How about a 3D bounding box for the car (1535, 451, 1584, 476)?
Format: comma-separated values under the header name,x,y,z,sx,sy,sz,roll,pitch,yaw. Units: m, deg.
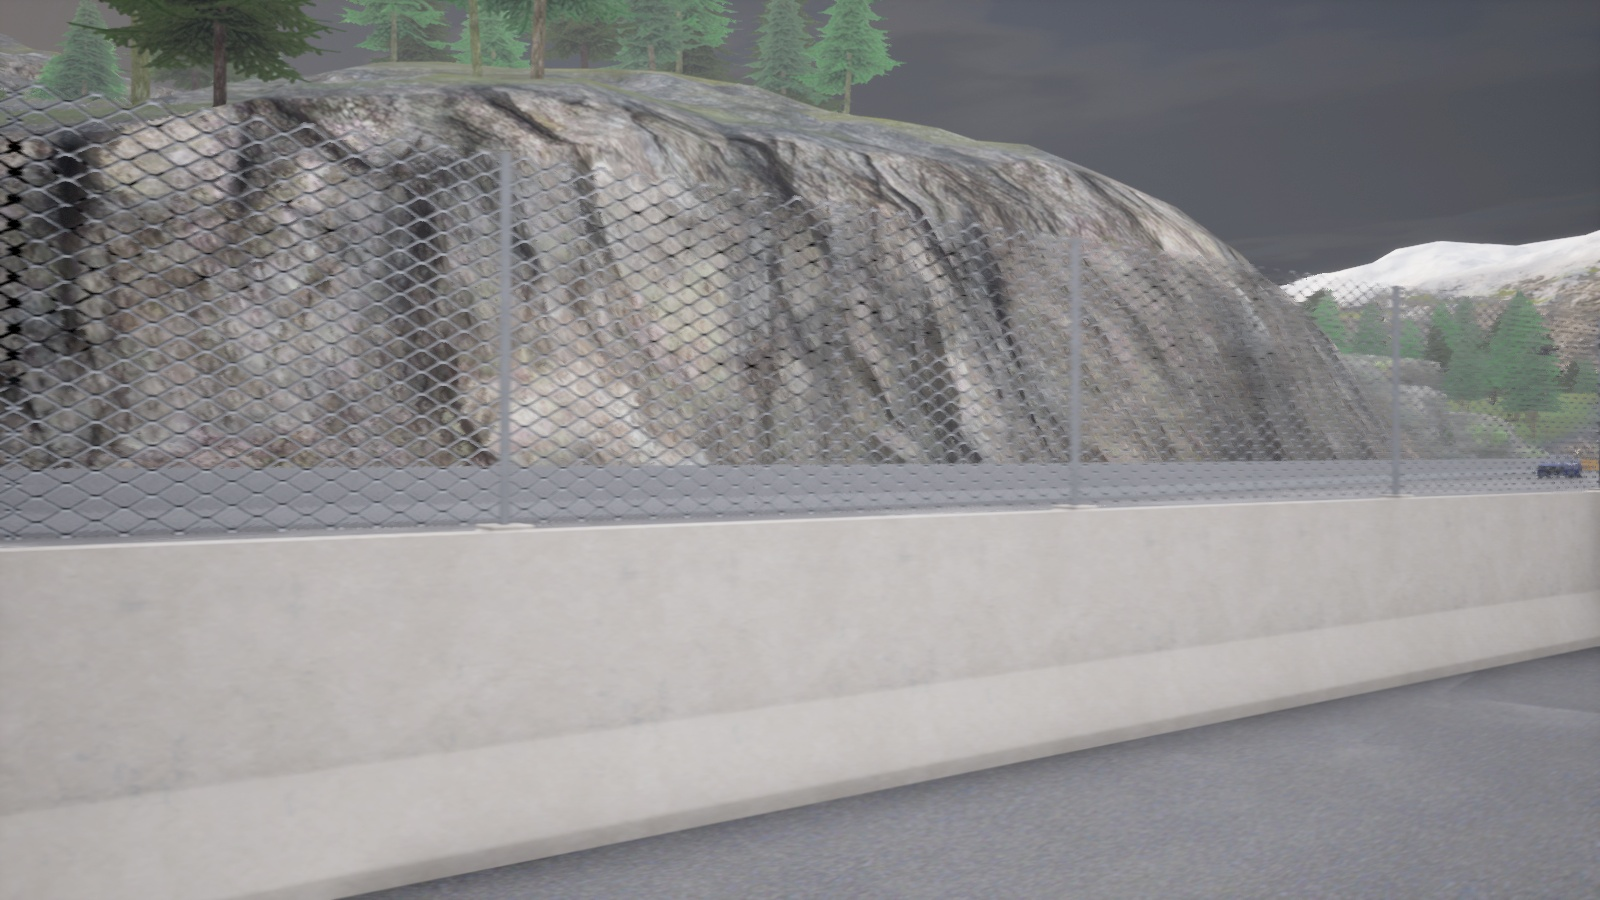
name,x,y,z,sx,sy,sz,roll,pitch,yaw
car,47.212,0.816,78.038,1.882,1.535,5.008,0,0,40
